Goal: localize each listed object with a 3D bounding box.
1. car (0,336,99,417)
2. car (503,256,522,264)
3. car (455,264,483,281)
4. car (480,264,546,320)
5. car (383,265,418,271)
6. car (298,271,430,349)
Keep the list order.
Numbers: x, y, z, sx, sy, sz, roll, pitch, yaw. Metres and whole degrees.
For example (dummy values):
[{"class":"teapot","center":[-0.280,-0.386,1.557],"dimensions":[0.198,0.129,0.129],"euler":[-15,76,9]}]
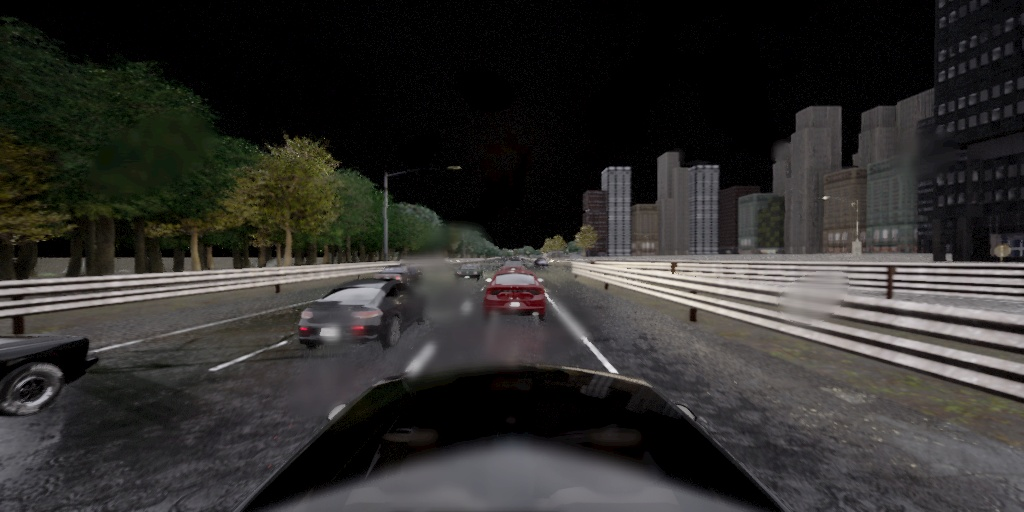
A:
[{"class":"car","center":[-6.901,1.350,2.981],"dimensions":[1.895,1.301,4.718],"euler":[0,0,0]},{"class":"car","center":[0.097,1.071,30.553],"dimensions":[2.097,1.767,4.553],"euler":[0,0,0]},{"class":"car","center":[-3.402,1.321,29.646],"dimensions":[1.895,1.301,4.718],"euler":[0,0,0]},{"class":"car","center":[0.098,1.222,12.675],"dimensions":[1.882,1.535,5.008],"euler":[0,0,0]},{"class":"car","center":[-6.900,1.279,22.335],"dimensions":[2.033,1.411,5.357],"euler":[0,0,0]},{"class":"car","center":[-3.401,1.273,9.009],"dimensions":[1.812,1.442,4.674],"euler":[0,0,0]}]
